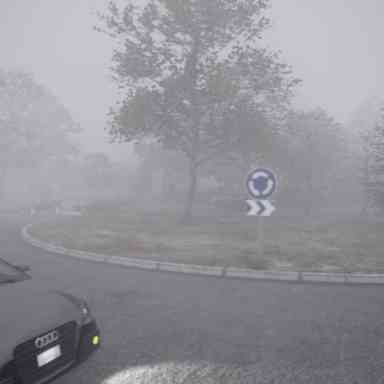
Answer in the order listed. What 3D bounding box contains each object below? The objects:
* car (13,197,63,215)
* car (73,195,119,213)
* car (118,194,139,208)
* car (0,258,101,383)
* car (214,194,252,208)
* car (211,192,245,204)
[{"bbox_3d":[-14.416,1.262,31.355,2.128,1.511,4.902,0,0,23],"label":"car"},{"bbox_3d":[-9.844,1.342,33.519,1.994,1.385,4.181,0,0,35],"label":"car"},{"bbox_3d":[-8.655,1.066,39.519,4.553,1.767,2.097,-1,1,-38],"label":"car"},{"bbox_3d":[-3.277,1.524,4.389,4.181,1.385,1.994,0,0,26],"label":"car"},{"bbox_3d":[5.272,1.359,41.742,4.181,1.385,1.994,1,0,0],"label":"car"},{"bbox_3d":[5.310,1.005,44.995,5.566,2.045,2.150,1,0,1],"label":"car"}]
